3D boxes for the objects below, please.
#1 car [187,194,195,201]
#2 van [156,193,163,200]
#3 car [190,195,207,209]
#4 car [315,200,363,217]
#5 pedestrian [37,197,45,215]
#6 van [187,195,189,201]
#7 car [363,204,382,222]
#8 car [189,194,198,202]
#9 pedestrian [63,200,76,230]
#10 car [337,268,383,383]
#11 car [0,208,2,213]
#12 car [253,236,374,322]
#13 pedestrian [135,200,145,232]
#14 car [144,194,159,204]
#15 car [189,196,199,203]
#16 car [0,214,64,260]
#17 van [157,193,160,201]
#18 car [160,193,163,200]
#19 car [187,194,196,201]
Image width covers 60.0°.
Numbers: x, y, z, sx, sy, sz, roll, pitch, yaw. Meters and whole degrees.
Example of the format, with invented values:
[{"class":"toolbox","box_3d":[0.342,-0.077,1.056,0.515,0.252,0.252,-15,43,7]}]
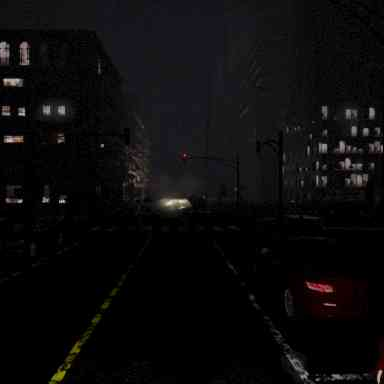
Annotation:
[{"class":"car","box_3d":[-0.248,1.341,84.533,1.967,1.590,4.097,-1,0,-2]},{"class":"van","box_3d":[-8.791,1.229,89.857,1.690,1.788,3.998,-1,0,-2]},{"class":"car","box_3d":[1.110,1.513,45.036,1.887,1.381,4.507,-1,0,-2]},{"class":"car","box_3d":[14.068,1.543,31.099,4.892,1.490,1.837,0,1,-1]},{"class":"pedestrian","box_3d":[-8.101,1.127,17.843,0.375,1.860,0.375,-1,1,-2]},{"class":"van","box_3d":[0.524,1.285,61.963,1.690,1.788,3.998,-1,0,-2]},{"class":"car","box_3d":[15.873,1.690,25.220,4.403,1.369,2.008,0,1,-1]},{"class":"car","box_3d":[0.914,1.401,50.678,1.967,1.590,4.097,-1,0,-2]},{"class":"pedestrian","box_3d":[-7.085,1.286,19.083,0.375,1.860,0.375,-1,1,-2]},{"class":"car","box_3d":[2.648,1.544,1.418,1.887,1.381,4.507,-1,0,-2]},{"class":"car","box_3d":[-18.344,1.539,27.229,4.718,1.301,1.895,0,1,-3]},{"class":"car","box_3d":[2.456,1.579,6.996,1.802,1.307,4.206,-1,0,-2]},{"class":"pedestrian","box_3d":[-2.984,1.286,18.626,0.375,1.860,0.375,-1,1,-2]},{"class":"car","box_3d":[-7.815,1.510,61.643,1.947,1.339,4.313,-1,0,-2]},{"class":"car","box_3d":[0.331,1.479,67.606,1.887,1.381,4.507,-1,0,-2]},{"class":"car","box_3d":[-6.111,1.546,12.248,2.008,1.369,4.403,-1,0,-2]},{"class":"van","box_3d":[-8.013,1.276,67.285,1.690,1.788,3.998,-1,0,-2]},{"class":"car","box_3d":[-8.399,1.458,78.570,1.887,1.381,4.507,-1,0,-2]},{"class":"car","box_3d":[-0.059,1.353,78.890,1.967,1.590,4.097,-1,0,-2]}]
